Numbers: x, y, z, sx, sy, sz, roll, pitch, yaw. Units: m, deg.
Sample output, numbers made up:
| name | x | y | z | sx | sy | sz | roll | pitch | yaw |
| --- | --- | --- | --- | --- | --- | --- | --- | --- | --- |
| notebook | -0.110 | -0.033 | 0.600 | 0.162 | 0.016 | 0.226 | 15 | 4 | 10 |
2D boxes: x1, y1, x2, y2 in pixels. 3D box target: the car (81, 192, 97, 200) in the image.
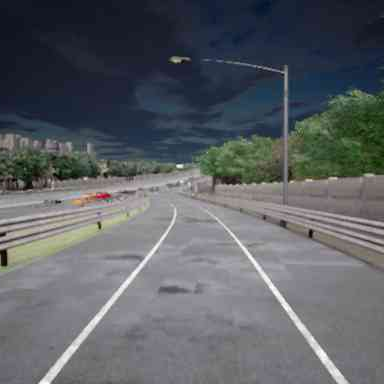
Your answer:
| name | x | y | z | sx | sy | sz | roll | pitch | yaw |
| --- | --- | --- | --- | --- | --- | --- | --- | --- | --- |
| car | -24.970 | 0.930 | 80.899 | 2.097 | 1.767 | 4.553 | 1 | 3 | 8 |

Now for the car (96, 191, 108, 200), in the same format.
| name | x | y | z | sx | sy | sz | roll | pitch | yaw |
| --- | --- | --- | --- | --- | --- | --- | --- | --- | --- |
| car | -21.492 | 0.840 | 80.487 | 2.150 | 2.045 | 5.566 | 1 | 3 | 8 |

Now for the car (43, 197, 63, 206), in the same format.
| name | x | y | z | sx | sy | sz | roll | pitch | yaw |
| --- | --- | --- | --- | --- | --- | --- | --- | --- | --- |
| car | -27.134 | 1.821 | 65.105 | 2.128 | 1.511 | 4.902 | 1 | 3 | 8 |

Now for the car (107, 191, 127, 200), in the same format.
| name | x | y | z | sx | sy | sz | roll | pitch | yaw |
| --- | --- | --- | --- | --- | --- | --- | --- | --- | --- |
| car | -18.030 | 1.210 | 80.010 | 1.994 | 1.385 | 4.181 | 1 | 3 | 8 |

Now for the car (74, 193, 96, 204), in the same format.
| name | x | y | z | sx | sy | sz | roll | pitch | yaw |
| --- | --- | --- | --- | --- | --- | --- | --- | --- | --- |
| car | -20.412 | 1.678 | 62.554 | 2.097 | 1.767 | 4.553 | 1 | 3 | 8 |
